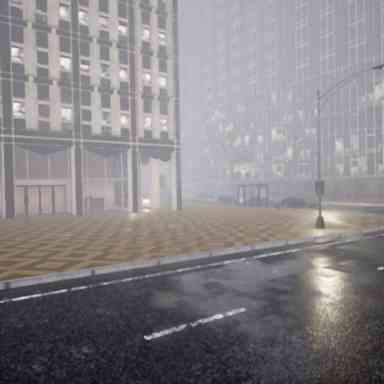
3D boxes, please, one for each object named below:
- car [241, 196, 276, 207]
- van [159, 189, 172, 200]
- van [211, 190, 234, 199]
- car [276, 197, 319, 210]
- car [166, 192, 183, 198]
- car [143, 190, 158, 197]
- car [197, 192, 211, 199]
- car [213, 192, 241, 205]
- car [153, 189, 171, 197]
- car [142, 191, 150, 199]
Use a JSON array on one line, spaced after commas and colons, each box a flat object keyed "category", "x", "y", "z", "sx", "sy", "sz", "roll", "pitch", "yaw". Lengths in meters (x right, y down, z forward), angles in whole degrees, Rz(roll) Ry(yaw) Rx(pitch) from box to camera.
[{"category": "car", "x": 8.467, "y": 1.127, "z": 40.599, "sx": 1.802, "sy": 1.307, "sz": 4.206, "roll": -1, "pitch": 1, "yaw": -34}, {"category": "van", "x": -4.315, "y": 0.672, "z": 59.394, "sx": 1.690, "sy": 1.788, "sz": 3.998, "roll": -1, "pitch": 1, "yaw": -34}, {"category": "van", "x": 5.809, "y": 0.519, "z": 59.452, "sx": 1.690, "sy": 1.788, "sz": 3.998, "roll": -1, "pitch": 1, "yaw": -34}, {"category": "car", "x": 11.671, "y": 1.164, "z": 35.902, "sx": 1.947, "sy": 1.339, "sz": 4.313, "roll": -1, "pitch": 1, "yaw": -34}, {"category": "car", "x": -3.844, "y": 0.597, "z": 73.510, "sx": 1.802, "sy": 1.307, "sz": 4.206, "roll": -1, "pitch": 1, "yaw": -34}, {"category": "car", "x": -10.282, "y": 0.346, "z": 82.876, "sx": 1.967, "sy": 1.590, "sz": 4.097, "roll": -1, "pitch": 1, "yaw": -34}, {"category": "car", "x": 2.593, "y": 0.706, "z": 64.141, "sx": 1.802, "sy": 1.307, "sz": 4.206, "roll": -1, "pitch": 1, "yaw": -34}, {"category": "car", "x": 5.297, "y": 1.057, "z": 45.316, "sx": 1.947, "sy": 1.339, "sz": 4.313, "roll": -1, "pitch": 1, "yaw": -34}, {"category": "car", "x": -7.064, "y": 0.275, "z": 78.190, "sx": 2.192, "sy": 1.841, "sz": 5.009, "roll": -1, "pitch": 1, "yaw": -34}, {"category": "car", "x": -10.751, "y": 0.773, "z": 68.767, "sx": 2.008, "sy": 1.369, "sz": 4.403, "roll": -1, "pitch": 1, "yaw": -34}]
